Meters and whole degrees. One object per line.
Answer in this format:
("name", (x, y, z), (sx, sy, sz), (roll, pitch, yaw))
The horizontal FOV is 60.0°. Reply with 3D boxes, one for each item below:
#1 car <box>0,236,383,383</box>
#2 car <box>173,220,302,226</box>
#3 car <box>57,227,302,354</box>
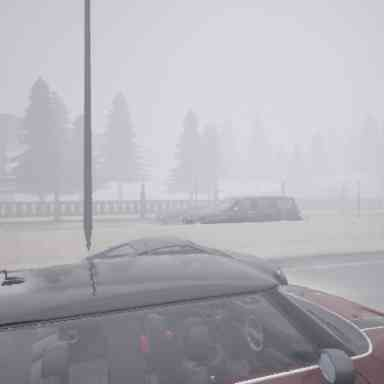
("car", (0.098, 1.348, 2.730), (4.553, 1.767, 2.097), (0, 0, -22))
("car", (2.236, 1.188, 14.837), (5.566, 2.045, 2.150), (0, 0, -17))
("car", (-0.285, 1.552, 6.317), (4.181, 1.385, 1.994), (0, 0, -21))
